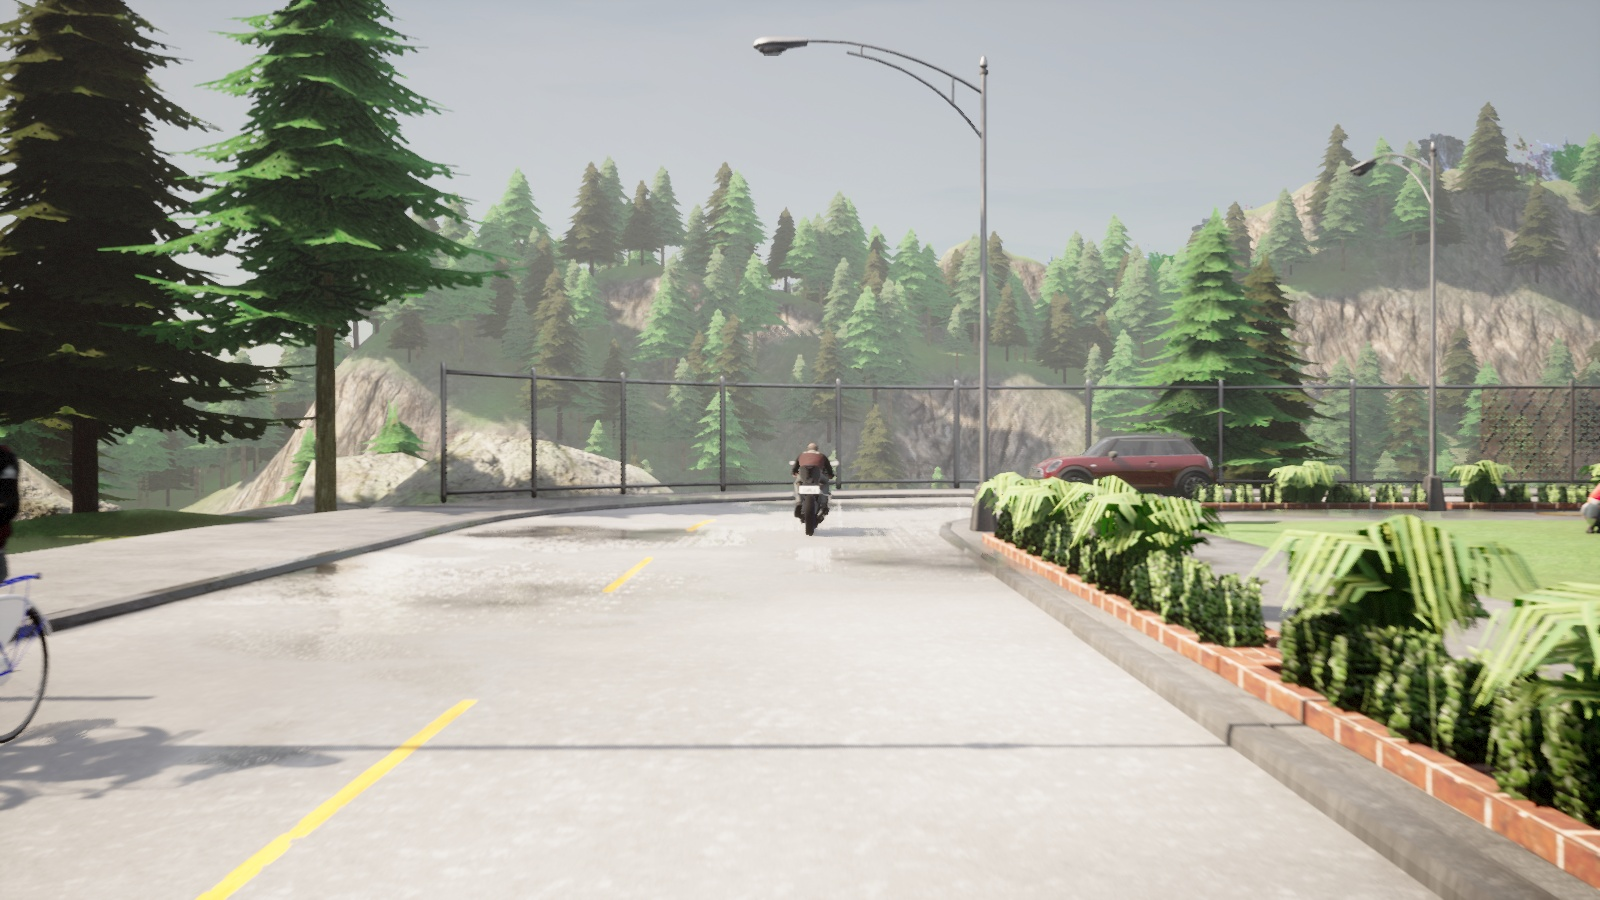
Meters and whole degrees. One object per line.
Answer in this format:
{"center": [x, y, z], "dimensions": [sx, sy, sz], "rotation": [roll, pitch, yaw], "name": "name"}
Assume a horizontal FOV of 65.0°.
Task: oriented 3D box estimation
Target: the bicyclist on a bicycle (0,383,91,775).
{"center": [-3.953, 0.583, 5.483], "dimensions": [0.659, 1.776, 1.843], "rotation": [0, 0, 0], "name": "bicyclist on a bicycle"}

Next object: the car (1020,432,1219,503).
{"center": [8.115, 0.430, 32.202], "dimensions": [4.553, 1.767, 2.097], "rotation": [0, 0, -1], "name": "car"}

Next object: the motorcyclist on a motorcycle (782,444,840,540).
{"center": [0.211, 0.662, 21.257], "dimensions": [0.866, 1.530, 2.191], "rotation": [1, 0, 3], "name": "motorcyclist on a motorcycle"}
